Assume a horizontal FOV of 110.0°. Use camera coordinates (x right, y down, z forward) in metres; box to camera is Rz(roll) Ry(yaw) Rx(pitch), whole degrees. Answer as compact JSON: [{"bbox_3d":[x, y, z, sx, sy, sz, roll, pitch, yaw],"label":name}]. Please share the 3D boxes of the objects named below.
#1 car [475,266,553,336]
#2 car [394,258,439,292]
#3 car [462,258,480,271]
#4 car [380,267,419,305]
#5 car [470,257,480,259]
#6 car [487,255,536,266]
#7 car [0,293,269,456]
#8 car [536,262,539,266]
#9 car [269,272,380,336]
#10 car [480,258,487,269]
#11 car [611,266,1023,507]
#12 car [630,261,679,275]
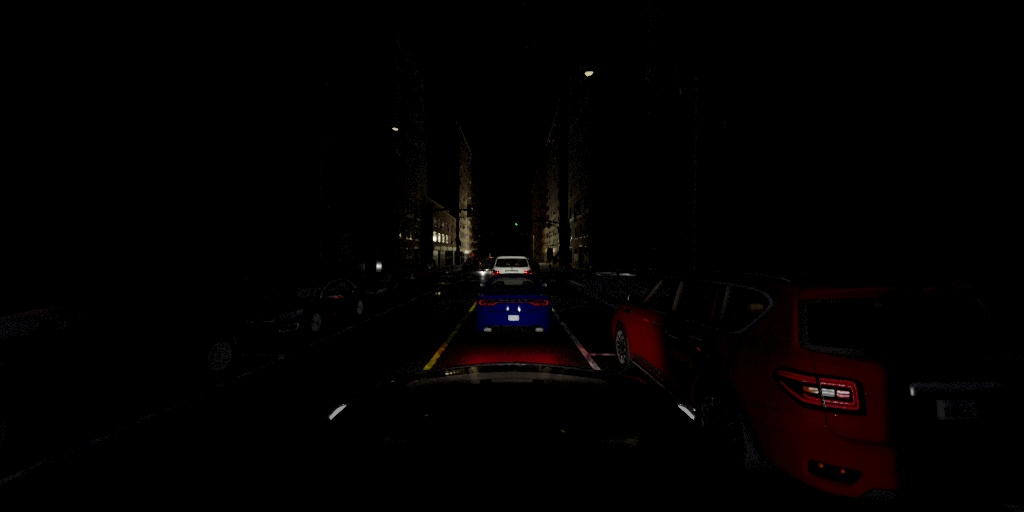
[{"bbox_3d":[0.045,1.226,10.455,1.882,1.535,5.008,0,0,0],"label":"car"},{"bbox_3d":[-5.686,1.064,21.397,2.192,1.841,5.009,0,0,0],"label":"car"},{"bbox_3d":[-5.712,1.350,48.396,1.802,1.307,4.207,0,0,0],"label":"car"},{"bbox_3d":[-5.680,1.330,15.814,1.802,1.307,4.207,0,0,0],"label":"car"},{"bbox_3d":[-5.717,1.089,53.961,2.192,1.841,5.009,0,0,0],"label":"car"},{"bbox_3d":[-0.011,0.972,20.225,2.150,2.045,5.566,0,0,0],"label":"car"},{"bbox_3d":[-5.670,1.294,4.649,1.888,1.381,4.507,0,0,0],"label":"car"},{"bbox_3d":[2.813,1.350,48.432,1.802,1.307,4.207,0,0,0],"label":"car"},{"bbox_3d":[-5.675,1.299,10.231,2.007,1.370,4.403,0,0,0],"label":"car"},{"bbox_3d":[-3.145,1.295,48.937,1.812,1.442,4.674,0,0,-3],"label":"car"},{"bbox_3d":[2.855,1.064,4.680,2.192,1.841,5.009,0,0,0],"label":"car"},{"bbox_3d":[14.649,1.198,37.006,4.181,1.385,1.994,0,1,0],"label":"car"}]
